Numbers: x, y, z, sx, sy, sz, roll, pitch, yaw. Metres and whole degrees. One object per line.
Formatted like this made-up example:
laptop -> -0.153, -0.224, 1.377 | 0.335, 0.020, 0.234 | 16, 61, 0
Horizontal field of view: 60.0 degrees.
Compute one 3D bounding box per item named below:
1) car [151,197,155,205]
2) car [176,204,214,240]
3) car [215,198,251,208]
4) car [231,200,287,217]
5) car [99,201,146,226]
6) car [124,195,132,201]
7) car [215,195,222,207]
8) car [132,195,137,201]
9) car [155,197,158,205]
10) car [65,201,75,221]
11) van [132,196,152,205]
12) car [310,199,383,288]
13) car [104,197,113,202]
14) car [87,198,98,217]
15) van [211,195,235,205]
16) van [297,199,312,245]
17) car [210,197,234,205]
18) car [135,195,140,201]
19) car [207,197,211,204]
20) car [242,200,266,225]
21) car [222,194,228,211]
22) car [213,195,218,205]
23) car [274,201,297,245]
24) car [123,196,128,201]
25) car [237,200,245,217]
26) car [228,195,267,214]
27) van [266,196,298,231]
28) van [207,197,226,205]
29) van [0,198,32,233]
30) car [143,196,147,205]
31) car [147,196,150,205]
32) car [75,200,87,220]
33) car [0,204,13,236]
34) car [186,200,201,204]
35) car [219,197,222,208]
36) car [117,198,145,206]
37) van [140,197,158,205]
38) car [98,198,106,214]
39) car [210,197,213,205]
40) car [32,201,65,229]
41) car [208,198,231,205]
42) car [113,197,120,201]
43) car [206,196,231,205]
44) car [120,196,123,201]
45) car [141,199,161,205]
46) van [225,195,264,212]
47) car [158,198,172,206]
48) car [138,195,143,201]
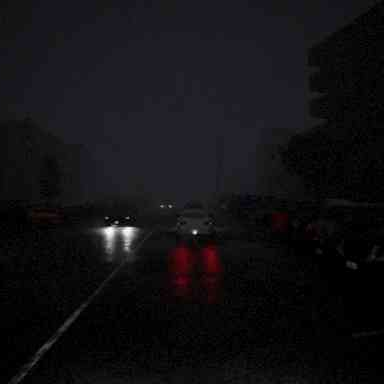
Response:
car -> -11.414, 2.093, 73.729 | 5.008, 1.535, 2.097 | 0, -2, -20
car -> 0.133, 1.575, 17.222 | 1.812, 1.442, 4.674 | 0, 0, 0
car -> 6.550, 1.702, 53.169 | 5.366, 1.575, 1.946 | 1, -1, -20
car -> 6.440, 1.588, 32.139 | 4.892, 1.521, 2.231 | 1, 0, -20
car -> -4.963, 1.620, 24.472 | 2.033, 1.411, 5.357 | 0, 0, -1
car -> -11.395, 1.511, 47.334 | 4.553, 1.767, 2.185 | -1, 0, -20
car -> 6.225, 1.621, 44.065 | 5.366, 1.575, 1.946 | 1, 0, -20
car -> -11.425, 1.663, 50.264 | 5.008, 1.535, 2.097 | -1, 0, -20
car -> -11.312, 2.482, 85.465 | 4.792, 1.488, 2.163 | 0, -2, -20
car -> -11.285, 1.544, 23.849 | 5.008, 1.535, 2.097 | -1, 0, -20
van -> -11.505, 1.949, 76.628 | 4.442, 1.987, 1.878 | 0, -1, -20
car -> 6.071, 1.271, 8.074 | 5.566, 2.045, 2.435 | 1, 0, -19
car -> -11.361, 1.582, 35.588 | 4.892, 1.521, 2.231 | -1, 0, -20
car -> -11.336, 1.562, 29.721 | 5.008, 1.535, 2.097 | -1, 0, -20
van -> 6.281, 1.724, 68.026 | 4.442, 1.987, 1.878 | 1, -1, -20
van -> 6.049, 1.303, 11.045 | 4.442, 1.987, 1.878 | 1, 0, -19
car -> 6.366, 1.897, 71.055 | 4.553, 1.767, 2.185 | 1, -2, -20
car -> -11.443, 1.697, 53.195 | 5.008, 1.535, 2.097 | -1, -1, -20
car -> 6.207, 1.885, 65.006 | 5.366, 1.575, 1.946 | 1, -1, -20
car -> 6.377, 1.564, 23.100 | 4.892, 1.521, 2.231 | 1, 0, -19
car -> 6.469, 1.344, 35.155 | 5.566, 2.045, 2.435 | 1, 0, -20
car -> 6.417, 1.394, 47.136 | 5.566, 2.045, 2.435 | 1, -1, -20
car -> 6.186, 1.413, 14.080 | 4.553, 1.767, 2.185 | 1, 0, -19
car -> -11.418, 1.656, 44.400 | 4.674, 1.452, 2.002 | -1, -1, -20
car -> 6.429, 1.601, 26.120 | 4.792, 1.488, 2.163 | 1, 0, -19
car -> 6.459, 1.328, 29.136 | 5.566, 2.045, 2.435 | 1, 0, -20
van -> 6.384, 1.322, 17.133 | 4.442, 1.987, 1.878 | 1, 0, -19
van -> 6.369, 2.237, 85.984 | 4.442, 1.987, 1.878 | 1, -3, -19
van -> -11.329, 1.302, 17.934 | 4.442, 1.987, 1.878 | -1, 0, -21
car -> -11.470, 1.530, 59.052 | 5.566, 2.045, 2.435 | -1, -1, -20
car -> -11.428, 1.889, 64.931 | 4.892, 1.521, 2.231 | 0, -1, -20
car -> -11.275, 1.583, 26.794 | 4.792, 1.488, 2.163 | -1, 0, -20
car -> -11.189, 1.517, 15.034 | 5.008, 1.535, 2.097 | -1, 0, -21
car -> 0.146, 1.573, 33.564 | 1.882, 1.535, 5.008 | 0, 0, 0
car -> 6.253, 1.598, 38.072 | 5.366, 1.575, 1.946 | 1, 0, -20
car -> -11.433, 1.830, 61.994 | 4.892, 1.521, 2.231 | -1, -1, -20
van -> -11.430, 2.344, 88.354 | 4.442, 1.987, 1.878 | 0, -2, -20
car -> -11.345, 1.572, 32.656 | 4.892, 1.521, 2.231 | -1, 0, -20
car -> 6.346, 1.813, 59.075 | 4.792, 1.488, 2.163 | 1, -1, -20
car -> -11.073, 1.530, 20.978 | 5.366, 1.575, 1.946 | -1, 0, -20
car -> 6.450, 2.209, 77.054 | 4.792, 1.488, 2.163 | 1, -2, -20
car -> -11.381, 1.589, 38.526 | 5.008, 1.535, 2.097 | -1, 0, -20
car -> 6.420, 2.016, 80.024 | 5.566, 2.045, 2.435 | 1, -2, -20
car -> -11.373, 1.475, 41.468 | 4.553, 1.767, 2.185 | -1, 0, -20
car -> -11.298, 2.706, 91.311 | 5.008, 1.535, 2.097 | 0, -3, -20
van -> 6.524, 1.389, 41.178 | 4.442, 1.987, 1.878 | 1, -1, -20
car -> -5.023, 1.905, 66.051 | 1.882, 1.535, 5.008 | 0, -1, 0
car -> -11.614, 1.733, 56.068 | 5.366, 1.575, 1.946 | -1, 0, -20
